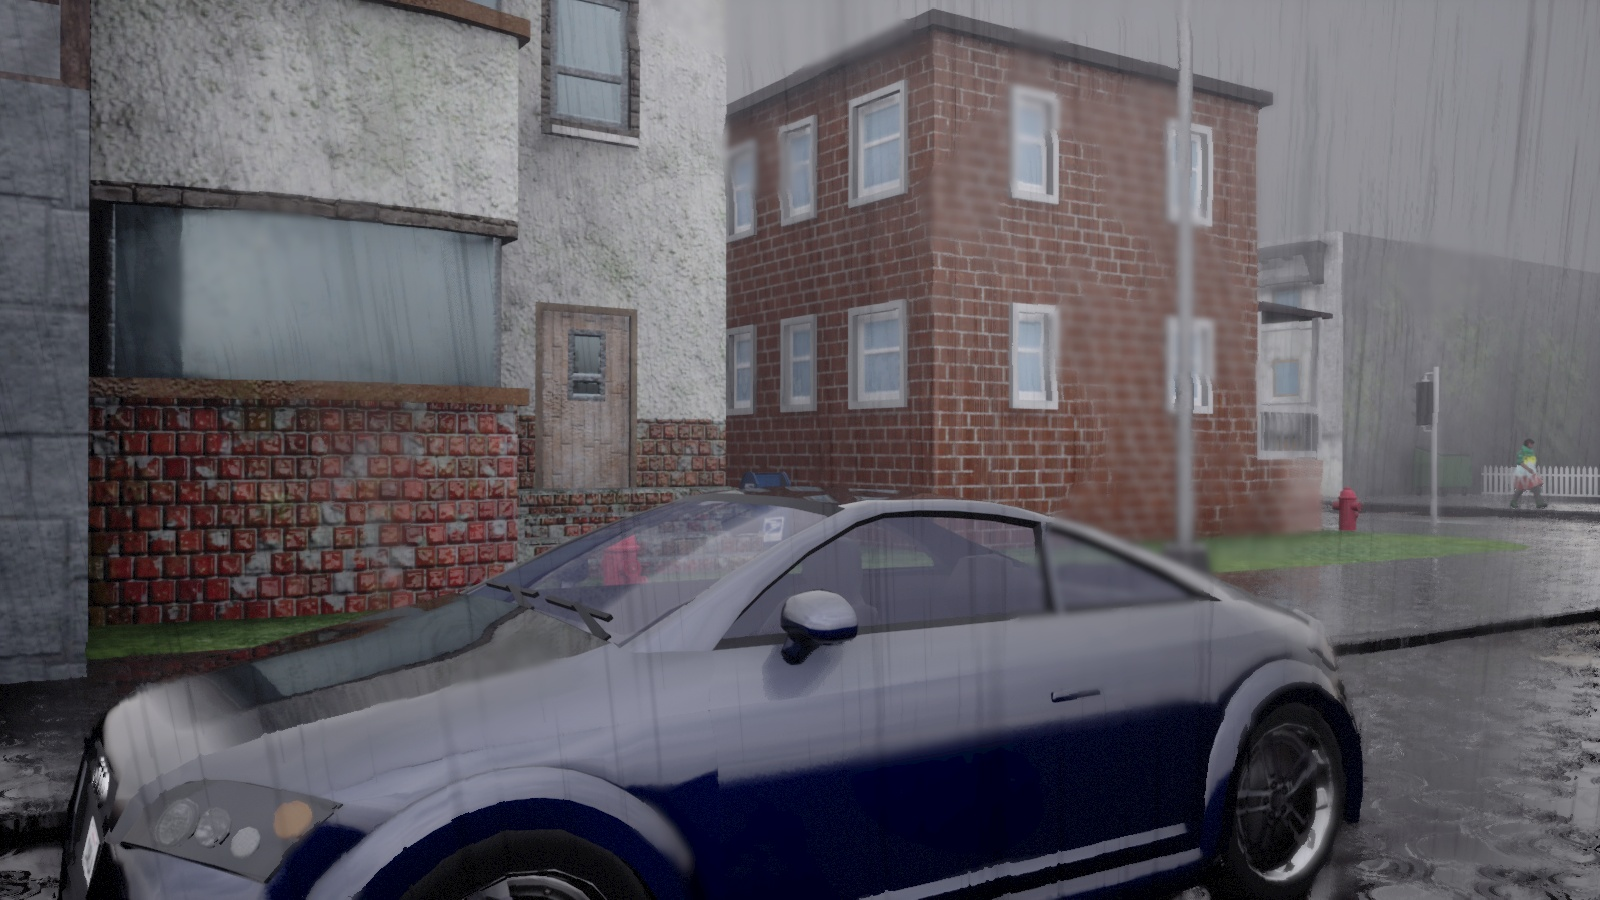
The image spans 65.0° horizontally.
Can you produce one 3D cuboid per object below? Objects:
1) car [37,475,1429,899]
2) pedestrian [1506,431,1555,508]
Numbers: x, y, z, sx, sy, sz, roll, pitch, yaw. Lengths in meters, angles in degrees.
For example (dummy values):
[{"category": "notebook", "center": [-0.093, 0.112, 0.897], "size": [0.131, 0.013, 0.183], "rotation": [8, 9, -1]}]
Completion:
[{"category": "car", "center": [-0.072, 0.818, 4.180], "size": [4.181, 1.385, 1.994], "rotation": [0, 0, -32]}, {"category": "pedestrian", "center": [18.840, 0.494, 32.416], "size": [0.659, 1.952, 0.873], "rotation": [0, 0, -17]}]
